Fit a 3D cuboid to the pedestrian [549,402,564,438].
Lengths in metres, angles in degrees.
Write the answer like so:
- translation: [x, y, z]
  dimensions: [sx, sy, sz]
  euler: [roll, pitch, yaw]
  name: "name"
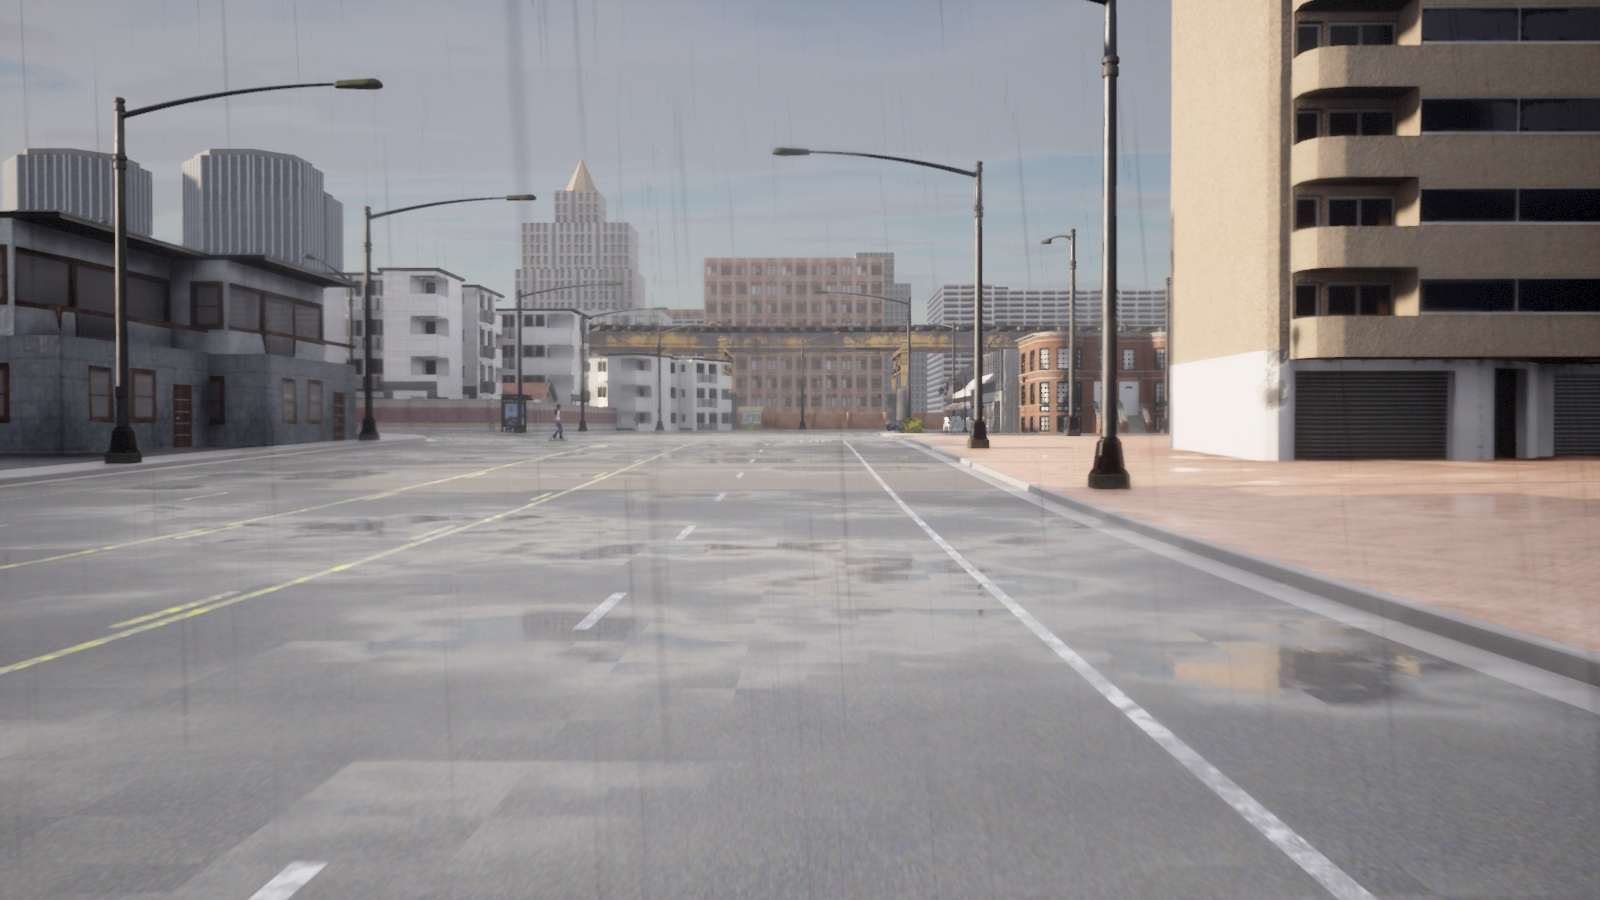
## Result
- translation: [-12.281, -1.506, 63.445]
  dimensions: [0.706, 1.836, 0.354]
  euler: [0, 1, -3]
  name: "pedestrian"
